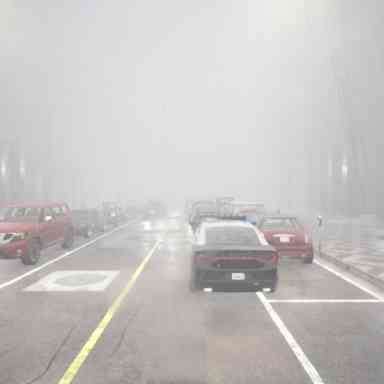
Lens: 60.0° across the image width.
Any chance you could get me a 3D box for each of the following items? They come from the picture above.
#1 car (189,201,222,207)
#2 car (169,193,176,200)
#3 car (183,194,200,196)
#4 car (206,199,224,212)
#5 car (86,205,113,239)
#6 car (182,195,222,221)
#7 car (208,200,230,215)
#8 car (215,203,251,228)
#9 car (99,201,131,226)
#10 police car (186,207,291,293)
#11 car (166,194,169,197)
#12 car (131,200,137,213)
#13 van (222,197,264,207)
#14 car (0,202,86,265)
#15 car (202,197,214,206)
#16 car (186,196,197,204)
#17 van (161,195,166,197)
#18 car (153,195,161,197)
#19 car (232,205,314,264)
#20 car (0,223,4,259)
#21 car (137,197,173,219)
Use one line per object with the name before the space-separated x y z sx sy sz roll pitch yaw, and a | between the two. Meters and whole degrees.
car | 0.877 1.506 18.902 1.837 1.490 4.892 0 0 0
car | -5.863 1.328 85.086 2.192 1.841 5.009 0 0 0
car | -0.028 1.480 46.699 1.882 1.535 5.008 0 0 0
car | 2.717 1.568 40.017 1.947 1.339 4.313 0 0 0
car | -5.781 1.566 17.450 1.947 1.339 4.313 0 0 0
car | 0.620 1.353 24.781 2.097 1.767 4.553 0 0 -5
car | 2.723 1.567 34.380 1.947 1.339 4.313 0 0 0
car | 2.737 1.545 23.106 1.887 1.381 4.507 0 0 0
car | -5.787 1.441 23.087 1.967 1.590 4.097 0 0 0
police car | 0.889 1.425 9.011 1.930 1.638 5.238 0 0 0
car | -5.835 1.529 62.370 1.752 1.417 4.829 0 0 0
car | -5.801 1.552 34.359 2.008 1.369 4.403 0 0 0
van | 2.745 1.342 17.470 1.690 1.788 3.998 0 0 0
car | -5.773 1.315 11.813 2.192 1.841 5.009 0 0 0
car | 2.696 1.569 56.927 1.947 1.339 4.313 0 0 0
car | -0.078 1.568 64.525 1.994 1.385 4.181 0 0 0
van | -5.828 1.344 56.904 1.690 1.788 3.998 0 0 0
car | -5.815 1.442 45.631 1.967 1.590 4.097 0 0 0
car | 2.751 1.440 11.833 1.967 1.590 4.097 0 0 0
car | -5.767 1.545 6.177 1.887 1.381 4.507 0 0 0
car | -3.130 1.493 28.951 2.128 1.511 4.902 0 0 0
